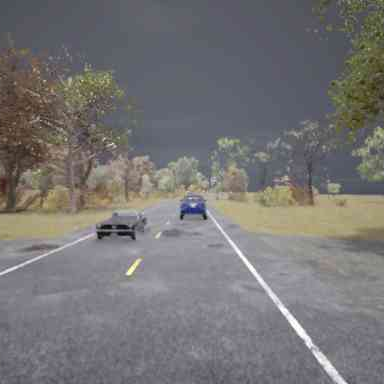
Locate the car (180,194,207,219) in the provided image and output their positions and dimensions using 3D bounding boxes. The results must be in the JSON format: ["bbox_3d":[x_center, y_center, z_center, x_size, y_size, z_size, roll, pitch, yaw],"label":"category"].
[{"bbox_3d":[0.106,1.233,29.532,2.150,2.045,5.566,0,0,0],"label":"car"}]

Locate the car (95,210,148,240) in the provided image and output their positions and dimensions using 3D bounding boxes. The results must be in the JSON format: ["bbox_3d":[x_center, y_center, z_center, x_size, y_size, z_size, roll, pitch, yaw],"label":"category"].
[{"bbox_3d":[-3.497,1.628,17.161,1.895,1.301,4.718,0,0,0],"label":"car"}]

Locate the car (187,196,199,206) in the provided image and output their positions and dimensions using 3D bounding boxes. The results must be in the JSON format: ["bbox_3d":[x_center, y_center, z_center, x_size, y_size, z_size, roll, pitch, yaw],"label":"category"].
[{"bbox_3d":[0.162,1.499,55.889,1.882,1.535,5.008,0,0,1],"label":"car"}]
